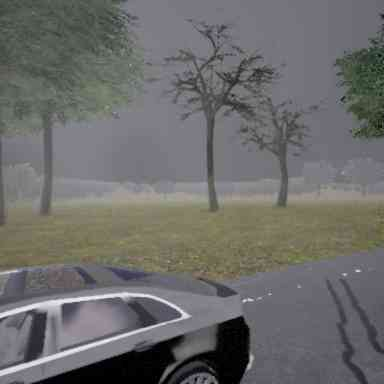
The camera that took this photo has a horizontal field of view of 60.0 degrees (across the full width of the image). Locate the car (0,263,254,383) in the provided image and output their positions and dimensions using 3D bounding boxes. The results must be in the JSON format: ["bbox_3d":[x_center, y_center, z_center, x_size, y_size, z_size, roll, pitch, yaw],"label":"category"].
[{"bbox_3d":[-1.639,1.491,2.821,4.902,1.511,2.128,0,0,-35],"label":"car"}]
